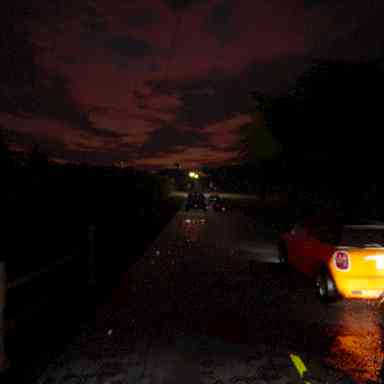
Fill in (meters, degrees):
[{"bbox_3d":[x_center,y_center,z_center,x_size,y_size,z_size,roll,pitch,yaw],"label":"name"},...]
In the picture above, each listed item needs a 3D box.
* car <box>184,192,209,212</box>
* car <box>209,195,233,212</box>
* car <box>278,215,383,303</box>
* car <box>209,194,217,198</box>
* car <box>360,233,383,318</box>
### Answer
[{"bbox_3d":[0.416,0.995,36.091,2.150,2.045,5.566,0,1,1],"label":"car"},{"bbox_3d":[3.243,1.394,36.191,1.895,1.301,4.718,0,1,1],"label":"car"},{"bbox_3d":[3.657,1.372,8.384,2.097,1.767,4.553,0,0,1],"label":"car"},{"bbox_3d":[3.323,1.061,49.288,2.033,1.411,5.357,0,2,1],"label":"car"},{"bbox_3d":[3.587,1.482,2.602,1.801,1.575,5.366,0,0,1],"label":"car"}]
